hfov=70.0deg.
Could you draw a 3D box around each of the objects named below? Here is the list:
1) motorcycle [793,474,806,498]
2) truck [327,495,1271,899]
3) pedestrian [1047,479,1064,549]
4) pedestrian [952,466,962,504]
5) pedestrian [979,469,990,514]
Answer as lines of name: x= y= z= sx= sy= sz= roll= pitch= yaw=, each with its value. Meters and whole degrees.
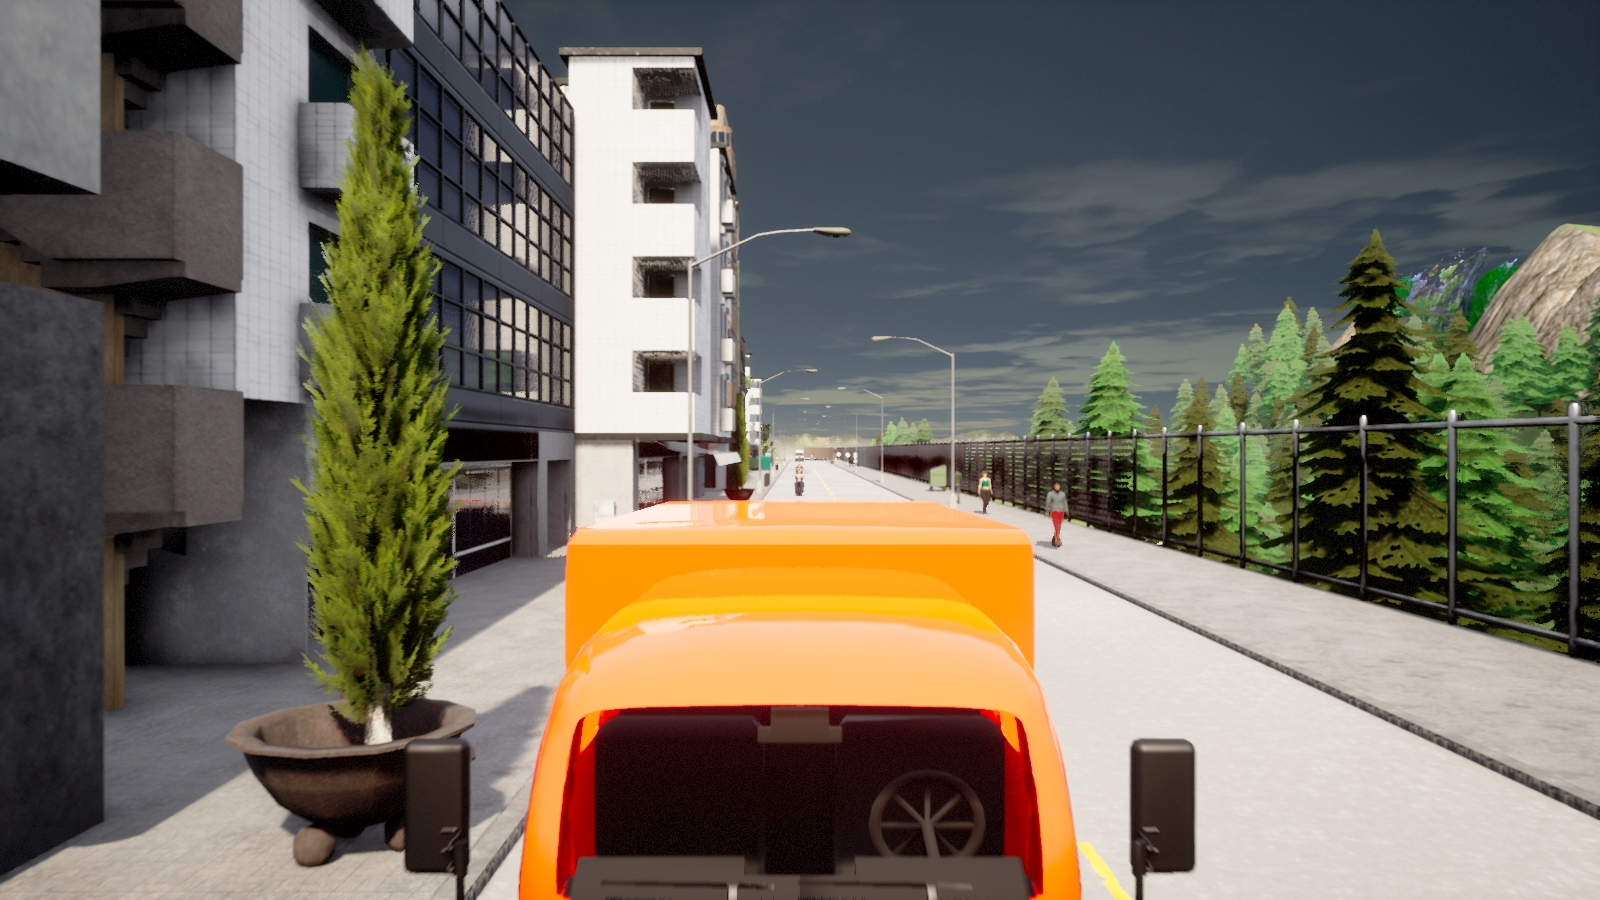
motorcycle: x=-0.037 y=2.104 z=67.292 sx=0.764 sy=1.307 sz=2.356 roll=0 pitch=0 yaw=0
truck: x=-0.005 y=1.563 z=5.781 sx=2.627 sy=2.467 sz=5.204 roll=0 pitch=0 yaw=0
pedestrian: x=6.909 y=1.721 z=30.862 sx=0.375 sy=1.860 sz=0.375 roll=0 pitch=0 yaw=-2
pedestrian: x=7.735 y=1.702 z=56.350 sx=0.375 sy=1.860 sz=0.375 roll=0 pitch=0 yaw=-11
pedestrian: x=7.592 y=1.710 z=46.999 sx=0.375 sy=1.860 sz=0.375 roll=0 pitch=0 yaw=-1
